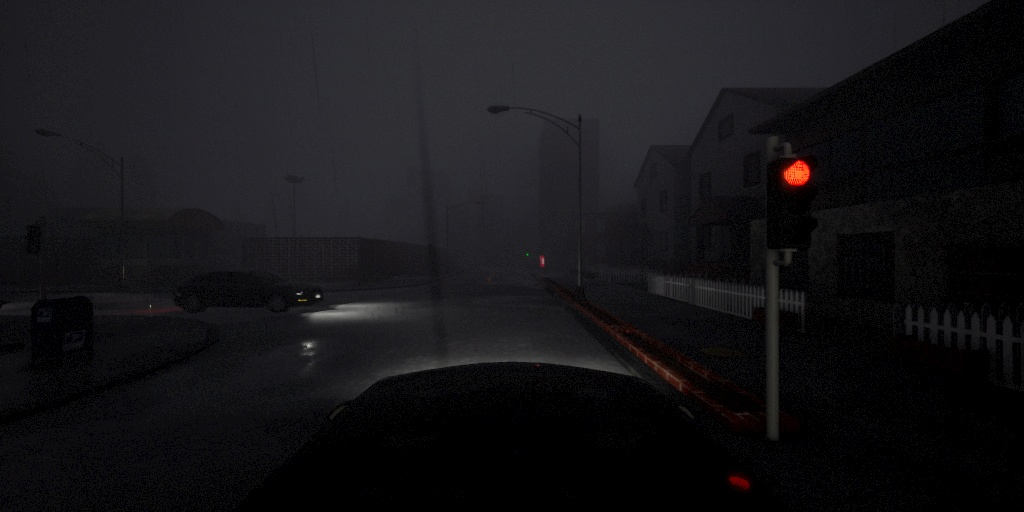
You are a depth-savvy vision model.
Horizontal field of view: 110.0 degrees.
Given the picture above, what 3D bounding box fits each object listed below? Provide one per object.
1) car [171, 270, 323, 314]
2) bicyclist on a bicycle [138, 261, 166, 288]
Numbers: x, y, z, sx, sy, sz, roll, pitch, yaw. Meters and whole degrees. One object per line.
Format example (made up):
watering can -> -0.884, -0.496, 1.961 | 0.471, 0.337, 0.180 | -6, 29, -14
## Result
car -> -9.652, 1.255, 13.295 | 4.892, 1.490, 1.837 | 0, 0, -1
bicyclist on a bicycle -> -21.736, 1.099, 21.663 | 0.582, 1.620, 1.656 | 0, 0, 0
